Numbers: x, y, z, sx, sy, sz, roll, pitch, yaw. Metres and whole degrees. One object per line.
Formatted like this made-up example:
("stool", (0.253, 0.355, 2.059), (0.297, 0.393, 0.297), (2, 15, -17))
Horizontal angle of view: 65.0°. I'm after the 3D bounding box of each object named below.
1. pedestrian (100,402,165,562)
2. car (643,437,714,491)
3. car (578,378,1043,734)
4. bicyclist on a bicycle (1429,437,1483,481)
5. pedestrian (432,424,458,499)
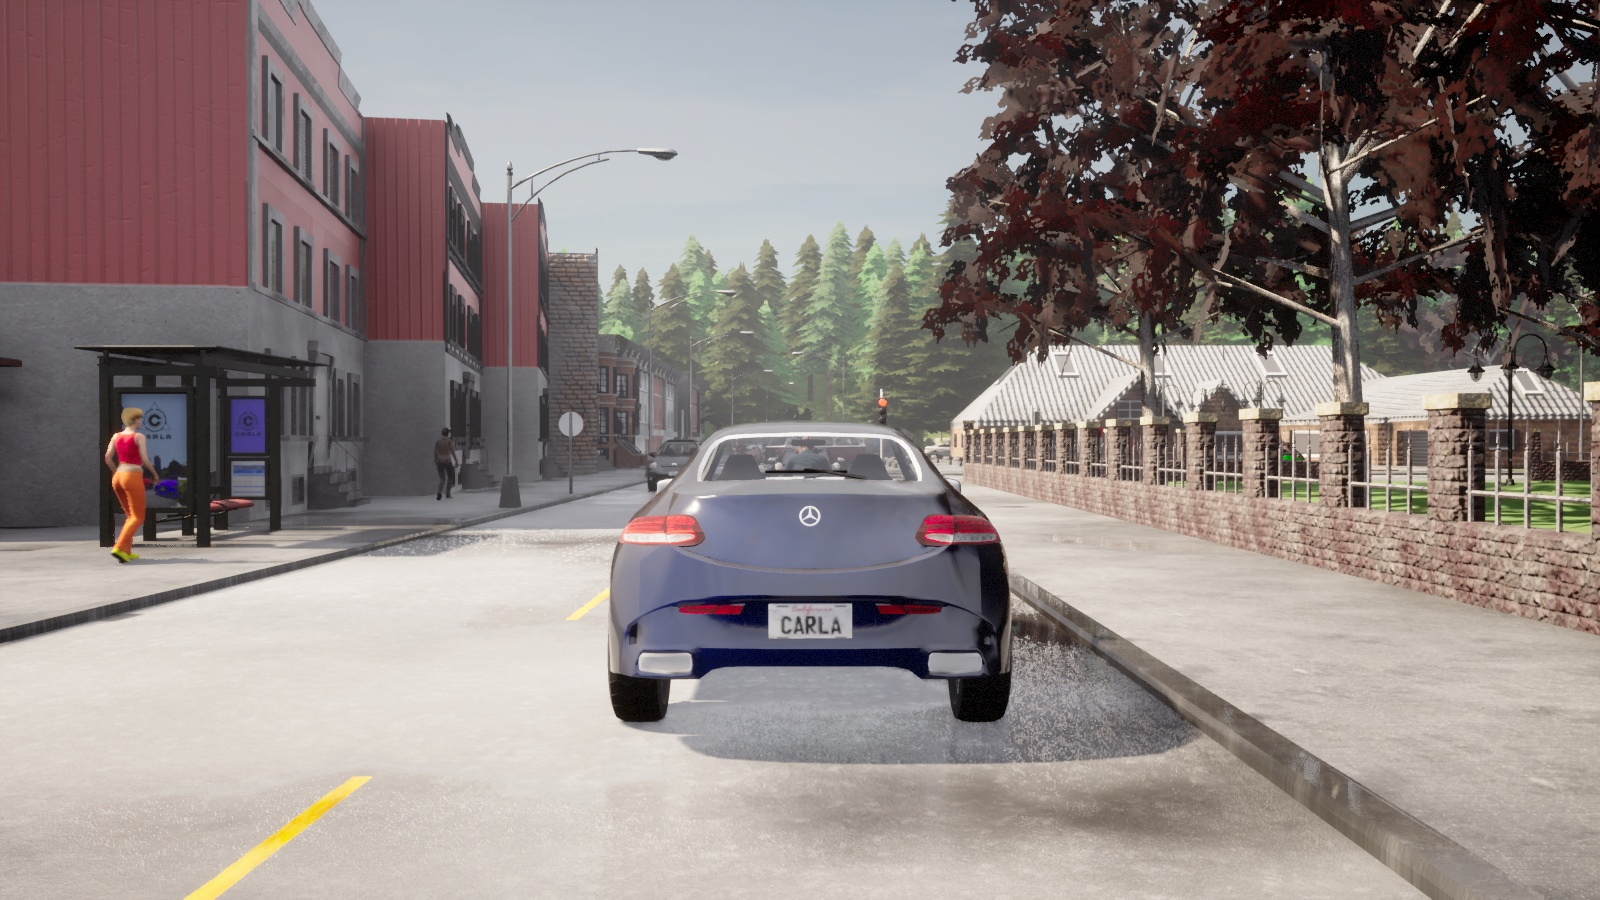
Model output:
("pedestrian", (-7.846, 0.366, 14.767), (0.345, 1.836, 0.594), (0, 0, 18))
("car", (-3.794, 0.417, 39.809), (1.851, 1.617, 3.988), (0, 0, 1))
("car", (0.057, 0.478, 8.336), (2.152, 1.651, 5.027), (0, 0, 0))
("bicyclist on a bicycle", (26.748, 0.349, 51.210), (1.843, 1.776, 0.659), (0, 0, -1))
("pedestrian", (-8.672, 0.276, 30.729), (0.328, 1.805, 0.869), (0, 0, 5))
